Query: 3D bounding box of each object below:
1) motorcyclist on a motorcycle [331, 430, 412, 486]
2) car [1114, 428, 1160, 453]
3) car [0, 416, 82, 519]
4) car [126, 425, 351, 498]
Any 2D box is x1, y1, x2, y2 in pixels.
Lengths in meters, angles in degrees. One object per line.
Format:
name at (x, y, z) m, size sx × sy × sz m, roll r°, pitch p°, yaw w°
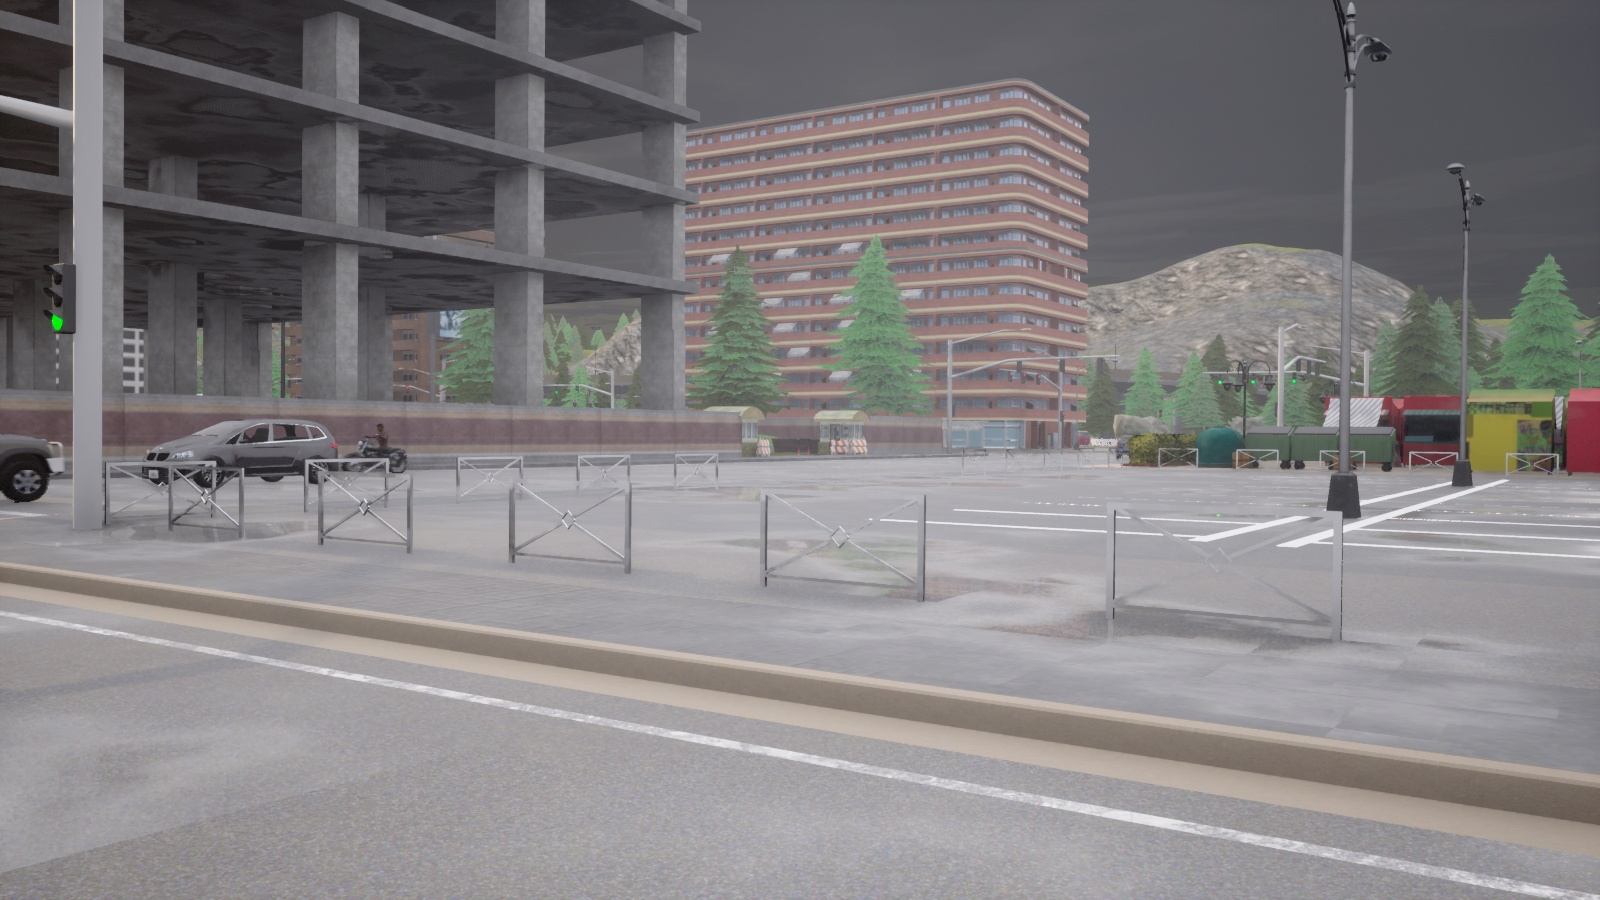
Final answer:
motorcyclist on a motorcycle at (-13.169, 0.217, 38.689) m, size 0.766 × 1.649 × 2.350 m, roll 0°, pitch 1°, yaw 33°
car at (20.929, -0.596, 77.944) m, size 1.789 × 1.549 × 3.705 m, roll 0°, pitch 1°, yaw 31°
car at (-15.608, 0.329, 22.242) m, size 1.932 × 1.855 × 4.605 m, roll 0°, pitch 1°, yaw 33°
car at (-13.865, 0.219, 31.270) m, size 2.242 × 1.667 × 4.611 m, roll 0°, pitch 1°, yaw 33°
